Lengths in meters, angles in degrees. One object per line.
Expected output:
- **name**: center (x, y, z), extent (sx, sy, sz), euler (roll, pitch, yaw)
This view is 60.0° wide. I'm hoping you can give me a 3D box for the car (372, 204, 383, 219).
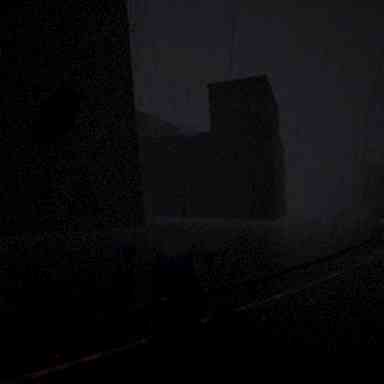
- **car**: center (20.881, 2.025, 35.828), extent (2.128, 1.511, 4.902), euler (-3, -3, 16)
